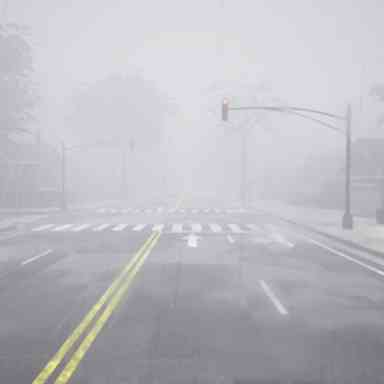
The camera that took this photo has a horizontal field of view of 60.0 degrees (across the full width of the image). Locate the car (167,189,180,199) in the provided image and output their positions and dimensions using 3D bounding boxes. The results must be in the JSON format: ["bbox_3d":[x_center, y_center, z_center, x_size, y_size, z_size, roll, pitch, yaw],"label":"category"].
[{"bbox_3d":[-3.242,0.213,59.203,2.097,1.767,4.553,0,1,0],"label":"car"}]
